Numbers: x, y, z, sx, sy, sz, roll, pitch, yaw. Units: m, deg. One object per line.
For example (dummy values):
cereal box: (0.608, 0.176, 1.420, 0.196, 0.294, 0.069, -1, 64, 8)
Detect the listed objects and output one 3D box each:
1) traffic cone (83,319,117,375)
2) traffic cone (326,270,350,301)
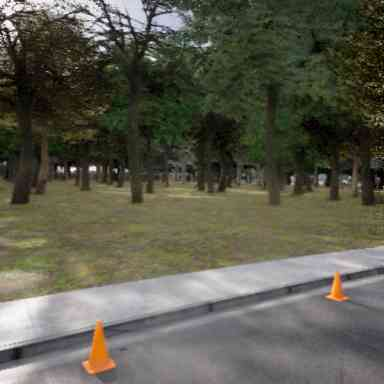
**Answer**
traffic cone: (-1.192, 1.940, 4.288, 0.340, 0.580, 0.340, 0, 0, -34)
traffic cone: (3.097, 1.958, 7.070, 0.340, 0.580, 0.340, 0, 0, -32)
